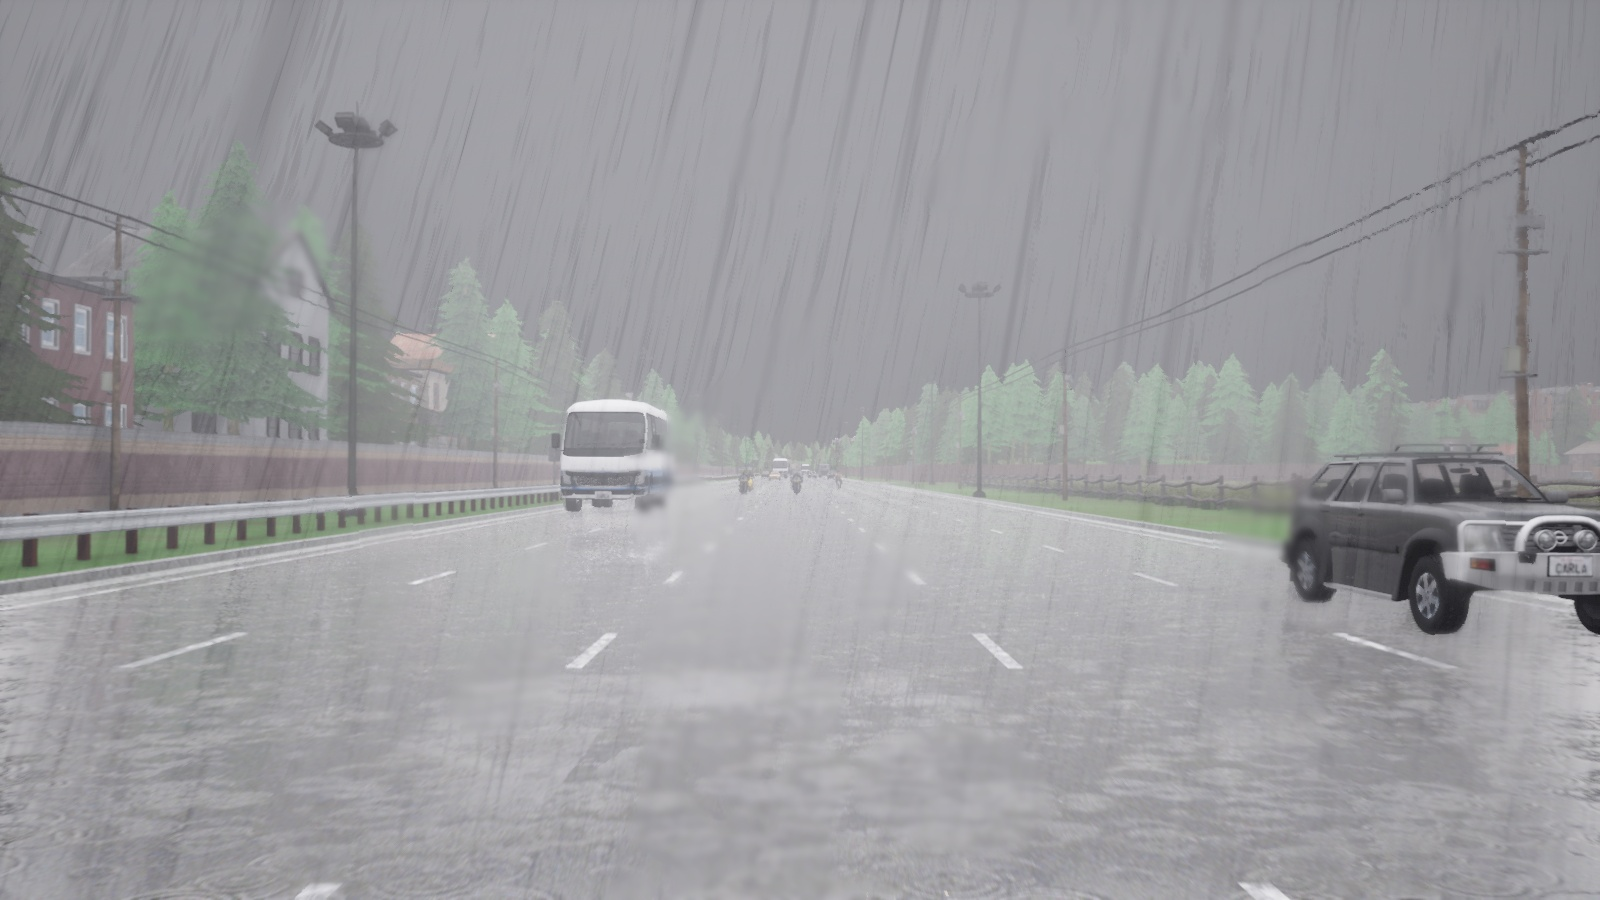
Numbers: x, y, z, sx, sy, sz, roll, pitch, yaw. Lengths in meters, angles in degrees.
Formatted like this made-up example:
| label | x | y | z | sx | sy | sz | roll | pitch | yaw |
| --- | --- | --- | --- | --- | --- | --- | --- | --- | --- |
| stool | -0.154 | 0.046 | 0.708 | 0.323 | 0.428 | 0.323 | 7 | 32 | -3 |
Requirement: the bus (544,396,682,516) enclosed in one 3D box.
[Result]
| label | x | y | z | sx | sy | sz | roll | pitch | yaw |
| --- | --- | --- | --- | --- | --- | --- | --- | --- | --- |
| bus | -7.125 | 0.300 | 49.794 | 3.944 | 4.253 | 10.273 | 0 | -1 | 0 |

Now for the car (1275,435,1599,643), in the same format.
| label | x | y | z | sx | sy | sz | roll | pitch | yaw |
| --- | --- | --- | --- | --- | --- | --- | --- | --- | --- |
| car | 6.967 | 0.830 | 13.528 | 1.932 | 1.855 | 4.605 | 0 | -1 | 0 |
